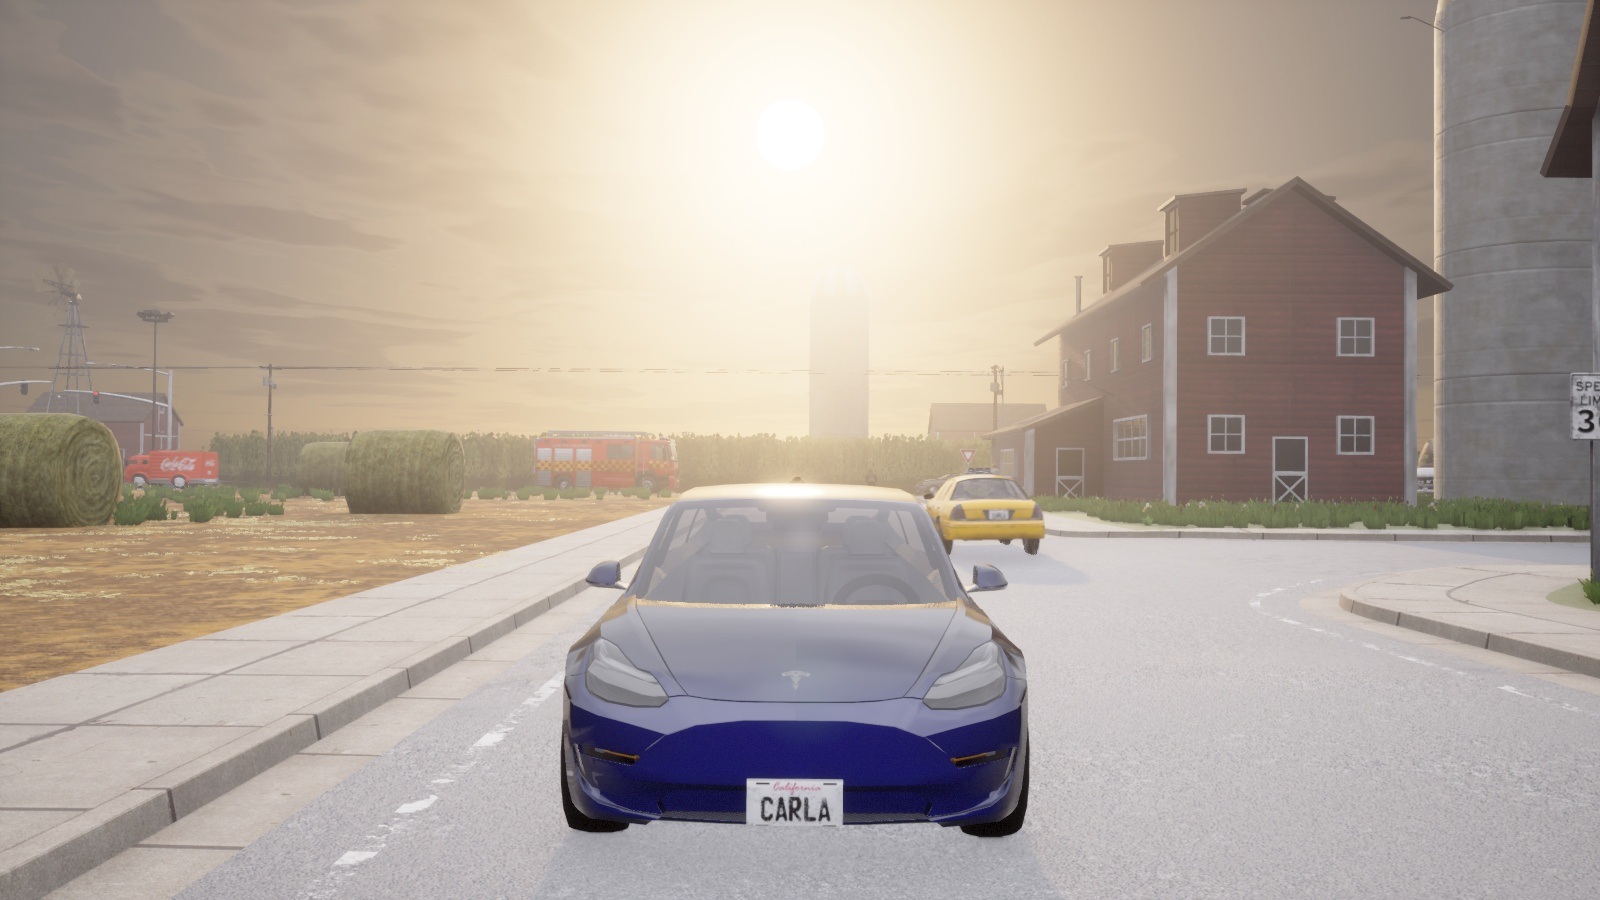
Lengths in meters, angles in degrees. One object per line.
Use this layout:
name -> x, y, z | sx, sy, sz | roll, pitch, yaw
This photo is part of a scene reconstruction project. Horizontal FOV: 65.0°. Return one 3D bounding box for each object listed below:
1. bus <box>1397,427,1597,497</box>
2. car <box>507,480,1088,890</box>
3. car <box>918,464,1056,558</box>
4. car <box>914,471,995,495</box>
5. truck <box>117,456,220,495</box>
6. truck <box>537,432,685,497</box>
bus -> 43.598, 0.747, 78.850 | 10.273, 4.253, 3.944 | 0, -1, 1
car -> -0.012, 0.931, 7.078 | 2.163, 1.488, 4.792 | 0, -1, 0
car -> 3.441, 1.084, 24.079 | 1.801, 1.575, 5.366 | -1, -1, 0
car -> 9.713, 2.071, 79.248 | 4.902, 1.511, 2.128 | 0, -1, 1
truck -> -40.142, 1.617, 79.951 | 5.204, 2.467, 2.627 | 0, -1, 1
truck -> -11.364, 0.888, 76.038 | 8.468, 3.827, 2.891 | 0, -1, 1
